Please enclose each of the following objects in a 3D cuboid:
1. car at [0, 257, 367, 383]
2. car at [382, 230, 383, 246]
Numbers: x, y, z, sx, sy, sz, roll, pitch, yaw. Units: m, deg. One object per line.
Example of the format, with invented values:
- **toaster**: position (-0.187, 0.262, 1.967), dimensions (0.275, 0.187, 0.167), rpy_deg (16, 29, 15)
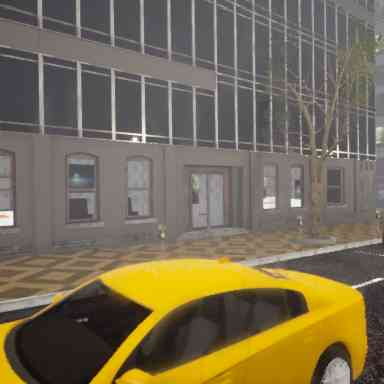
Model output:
- **car**: position (-0.319, 1.477, 3.155), dimensions (5.008, 1.535, 1.882), rpy_deg (0, 0, -36)
- **car**: position (9.345, 1.436, 13.264), dimensions (4.097, 1.590, 1.967), rpy_deg (0, -1, -36)
